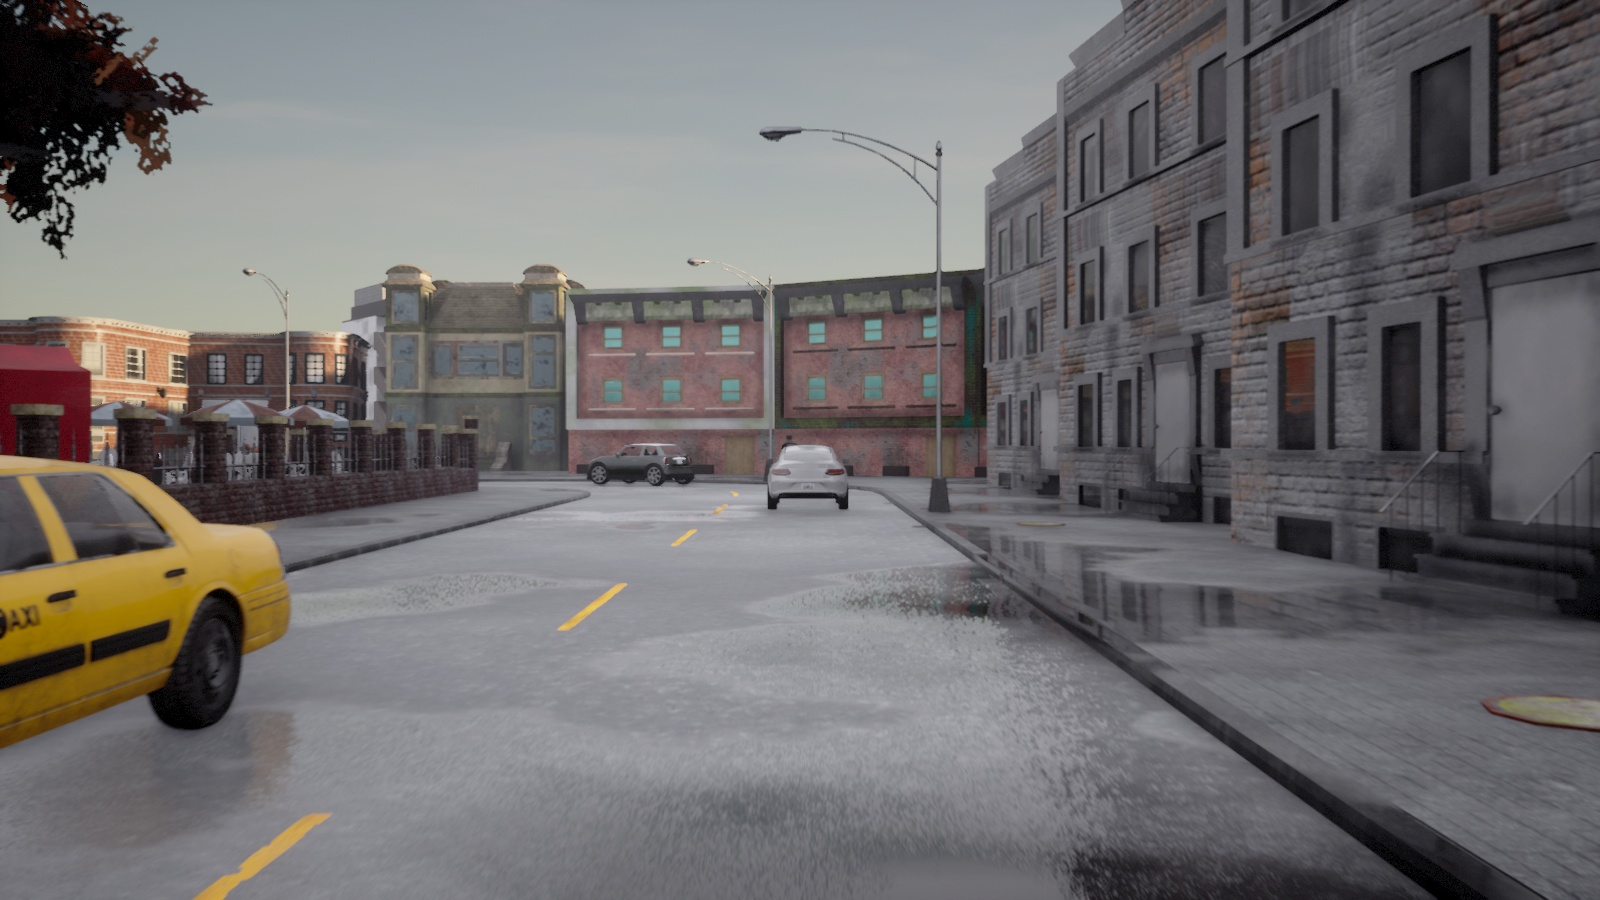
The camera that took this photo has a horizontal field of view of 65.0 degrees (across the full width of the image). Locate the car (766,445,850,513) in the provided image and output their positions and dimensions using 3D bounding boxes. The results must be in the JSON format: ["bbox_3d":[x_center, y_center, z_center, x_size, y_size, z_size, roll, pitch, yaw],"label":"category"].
[{"bbox_3d":[0.181,0.608,29.249,1.812,1.442,4.674,0,0,0],"label":"car"}]

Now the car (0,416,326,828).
[{"bbox_3d":[-3.955,0.652,5.368,1.801,1.575,5.366,0,0,0],"label":"car"}]

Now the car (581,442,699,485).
[{"bbox_3d":[-5.745,0.456,44.925,3.806,1.475,1.970,0,0,32],"label":"car"}]
